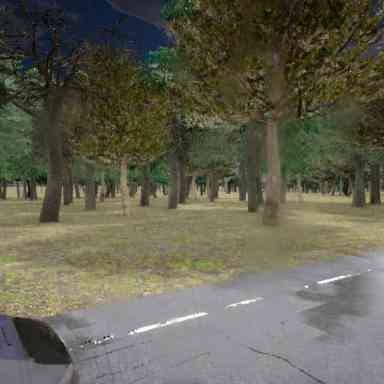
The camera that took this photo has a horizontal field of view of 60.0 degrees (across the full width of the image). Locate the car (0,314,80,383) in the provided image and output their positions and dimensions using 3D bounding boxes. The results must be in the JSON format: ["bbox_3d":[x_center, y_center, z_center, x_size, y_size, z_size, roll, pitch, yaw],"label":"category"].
[{"bbox_3d":[-2.845,1.563,1.967,4.181,1.385,1.994,0,0,-35],"label":"car"}]
